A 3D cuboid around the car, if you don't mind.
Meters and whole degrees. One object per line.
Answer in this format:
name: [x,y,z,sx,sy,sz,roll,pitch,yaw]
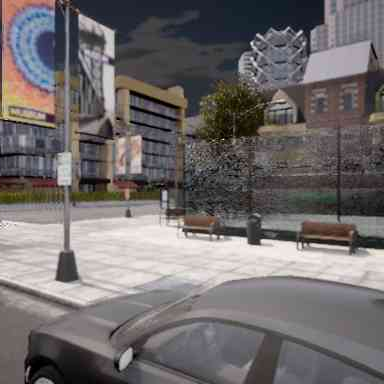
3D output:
car: [0.609,1.479,2.698,5.008,1.535,2.097,0,0,35]
